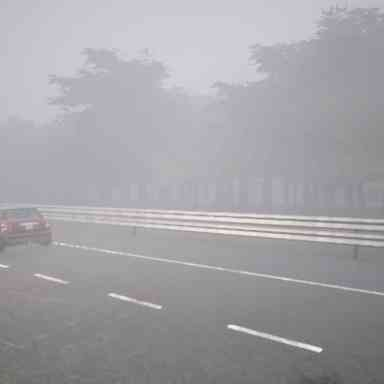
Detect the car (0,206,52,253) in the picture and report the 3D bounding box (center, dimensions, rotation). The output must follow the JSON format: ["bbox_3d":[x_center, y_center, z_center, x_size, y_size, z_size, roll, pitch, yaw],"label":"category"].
[{"bbox_3d":[-7.873,1.355,13.802,4.553,1.767,2.097,0,0,36],"label":"car"}]
